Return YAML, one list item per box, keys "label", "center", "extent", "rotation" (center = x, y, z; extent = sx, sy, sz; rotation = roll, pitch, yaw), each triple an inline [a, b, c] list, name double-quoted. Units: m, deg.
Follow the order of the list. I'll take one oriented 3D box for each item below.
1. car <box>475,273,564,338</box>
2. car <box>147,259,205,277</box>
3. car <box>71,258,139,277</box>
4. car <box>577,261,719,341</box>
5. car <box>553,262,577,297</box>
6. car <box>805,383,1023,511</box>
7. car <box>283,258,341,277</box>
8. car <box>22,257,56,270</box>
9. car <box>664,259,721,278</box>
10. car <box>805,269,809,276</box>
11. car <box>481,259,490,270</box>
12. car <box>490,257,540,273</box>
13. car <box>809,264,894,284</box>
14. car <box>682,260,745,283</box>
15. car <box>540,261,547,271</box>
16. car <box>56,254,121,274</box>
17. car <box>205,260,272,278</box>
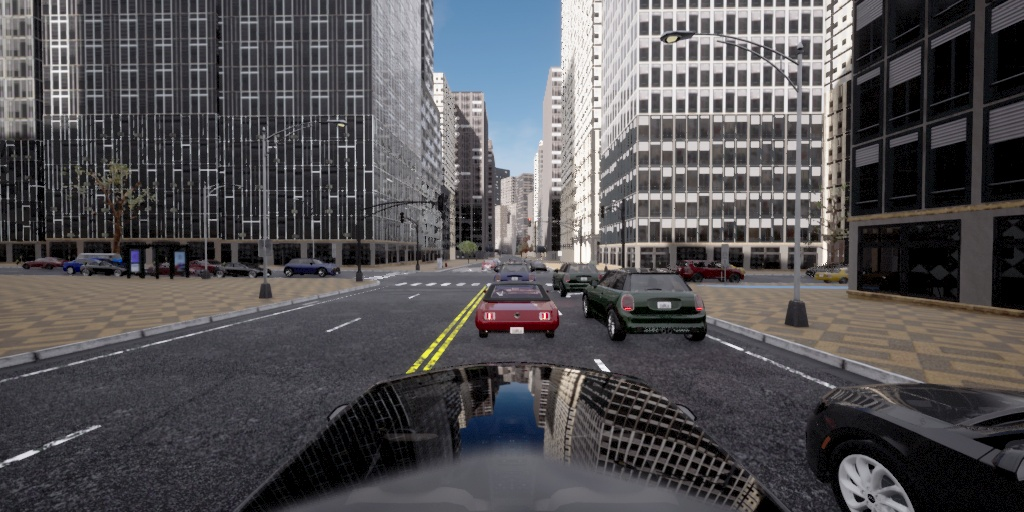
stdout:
- label: "car"
  center: [0.112, 1.347, 10.104]
  extent: [1.895, 1.301, 4.718]
  rotation: [0, 0, 0]
- label: "car"
  center: [-28.365, 1.138, 30.343]
  extent: [4.207, 1.307, 1.802]
  rotation: [0, 0, 1]
- label: "car"
  center: [-34.045, 1.069, 30.527]
  extent: [4.313, 1.339, 1.948]
  rotation: [0, 0, 1]
- label: "car"
  center: [3.356, 1.098, 10.008]
  extent: [2.097, 1.767, 4.553]
  rotation: [0, 0, 0]
- label: "car"
  center: [3.379, 1.093, 18.945]
  extent: [2.097, 1.767, 4.553]
  rotation: [0, 0, 0]
- label: "car"
  center: [3.341, 1.255, 0.953]
  extent: [1.837, 1.490, 4.892]
  rotation: [0, 0, 0]
- label: "car"
  center: [-18.178, 0.957, 32.770]
  extent: [4.553, 1.767, 2.097]
  rotation: [1, 1, 2]
- label: "car"
  center: [-50.902, 0.793, 39.335]
  extent: [4.207, 1.307, 1.802]
  rotation: [0, 0, 1]
- label: "car"
  center: [17.698, 1.224, 35.345]
  extent: [4.553, 1.767, 2.097]
  rotation: [0, 1, 1]
- label: "car"
  center: [31.575, 1.500, 35.080]
  extent: [4.892, 1.490, 1.837]
  rotation: [1, 1, 1]
- label: "car"
  center: [-3.241, 1.241, 50.572]
  extent: [1.812, 1.442, 4.674]
  rotation: [0, 0, 0]
- label: "car"
  center: [0.130, 1.092, 19.097]
  extent: [2.097, 1.767, 4.553]
  rotation: [0, 0, 0]
- label: "car"
  center: [27.691, 1.579, 29.380]
  extent: [4.829, 1.417, 1.751]
  rotation: [0, 0, 1]
- label: "car"
  center: [16.243, 1.269, 29.599]
  extent: [5.009, 1.841, 2.192]
  rotation: [0, 0, 1]
- label: "car"
  center: [3.452, 1.282, 47.555]
  extent: [1.994, 1.385, 4.181]
  rotation: [0, 0, -1]
- label: "car"
  center: [-38.432, 0.898, 33.260]
  extent: [5.008, 1.535, 1.882]
  rotation: [1, 1, 2]
- label: "car"
  center: [-22.681, 1.174, 30.199]
  extent: [4.313, 1.339, 1.948]
  rotation: [0, 0, 1]
